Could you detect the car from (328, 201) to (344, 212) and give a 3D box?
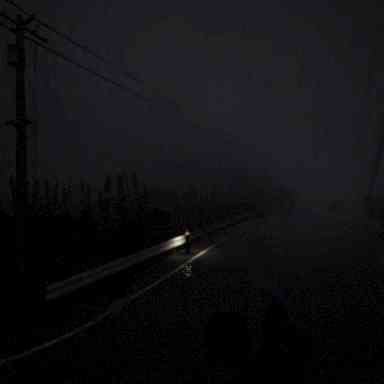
[{"bbox_3d":[20.447,2.088,47.356,1.882,1.535,5.008,-2,-3,21],"label":"car"}]

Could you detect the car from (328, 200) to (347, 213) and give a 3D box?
[{"bbox_3d":[16.660,1.664,38.118,2.128,1.511,4.902,-2,-4,23],"label":"car"}]
